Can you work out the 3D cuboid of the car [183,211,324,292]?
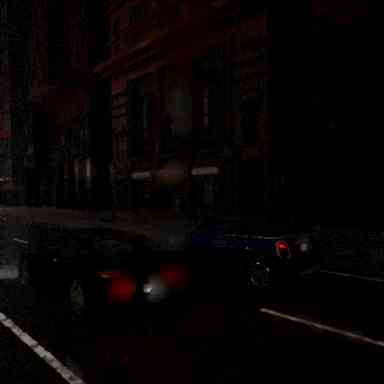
[{"bbox_3d":[1.062,1.292,9.102,2.097,1.767,4.553,-2,1,-44],"label":"car"}]

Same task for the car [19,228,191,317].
[{"bbox_3d":[-2.364,1.556,7.606,1.812,1.442,4.674,-2,1,-44],"label":"car"}]
